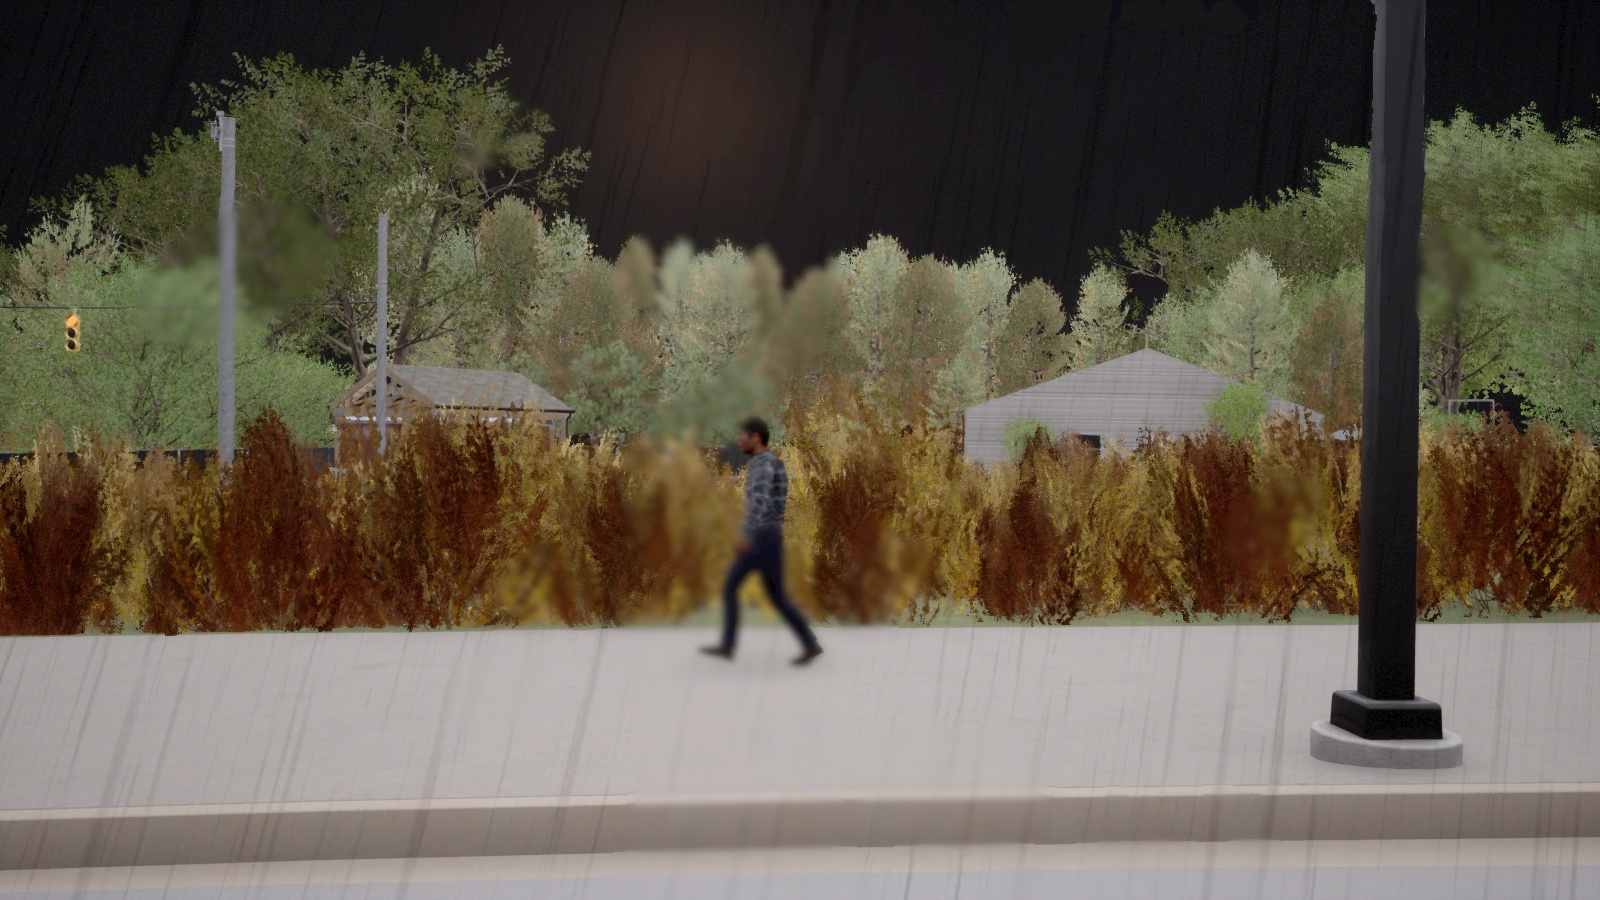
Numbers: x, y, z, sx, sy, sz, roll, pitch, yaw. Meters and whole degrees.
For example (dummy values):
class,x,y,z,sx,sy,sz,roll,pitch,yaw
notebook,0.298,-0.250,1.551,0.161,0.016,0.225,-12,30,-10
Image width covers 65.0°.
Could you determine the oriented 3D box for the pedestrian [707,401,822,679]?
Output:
class,x,y,z,sx,sy,sz,roll,pitch,yaw
pedestrian,-0.254,0.632,9.058,0.788,1.949,0.423,-1,1,-1
